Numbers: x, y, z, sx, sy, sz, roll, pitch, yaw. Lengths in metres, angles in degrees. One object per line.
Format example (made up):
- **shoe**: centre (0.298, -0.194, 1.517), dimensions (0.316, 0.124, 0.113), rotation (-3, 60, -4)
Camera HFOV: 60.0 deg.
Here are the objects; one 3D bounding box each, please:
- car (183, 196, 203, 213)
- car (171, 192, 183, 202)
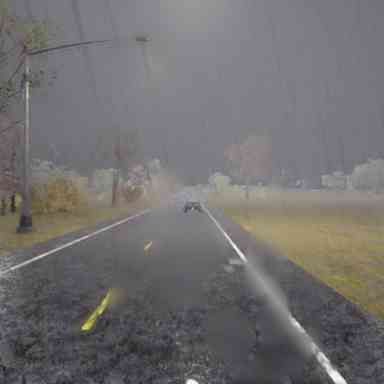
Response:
- **car**: centre (0.098, 1.468, 36.940), dimensions (1.837, 1.490, 4.892), rotation (0, 0, 0)
- **car**: centre (-3.500, 1.413, 71.974), dimensions (1.837, 1.490, 4.892), rotation (0, 0, 0)
